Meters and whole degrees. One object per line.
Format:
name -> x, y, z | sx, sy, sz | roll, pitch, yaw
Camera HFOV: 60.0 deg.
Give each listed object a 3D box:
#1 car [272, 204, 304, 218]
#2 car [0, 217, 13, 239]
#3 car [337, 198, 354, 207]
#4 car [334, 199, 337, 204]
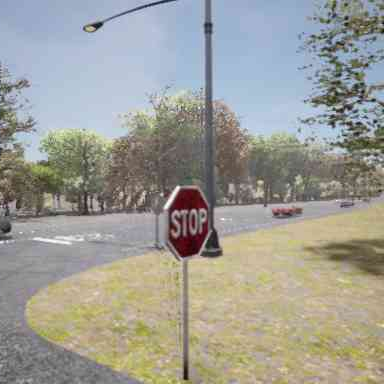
car -> 10.227, 1.949, 35.128 | 1.895, 1.301, 4.718 | -1, -1, 36
car -> -11.753, 1.831, 16.782 | 2.128, 1.511, 4.902 | -1, -1, 36
car -> 28.419, 2.061, 60.796 | 2.033, 1.411, 5.357 | -1, -1, 32
car -> 37.460, 2.239, 84.498 | 1.812, 1.442, 4.674 | -1, -1, 36
